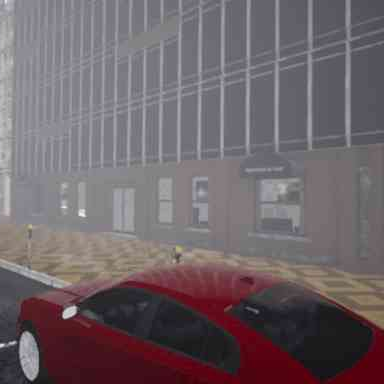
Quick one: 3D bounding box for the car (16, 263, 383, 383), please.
[{"bbox_3d":[-0.123,1.544,3.603,5.008,1.535,1.882,0,-1,41],"label":"car"}]
